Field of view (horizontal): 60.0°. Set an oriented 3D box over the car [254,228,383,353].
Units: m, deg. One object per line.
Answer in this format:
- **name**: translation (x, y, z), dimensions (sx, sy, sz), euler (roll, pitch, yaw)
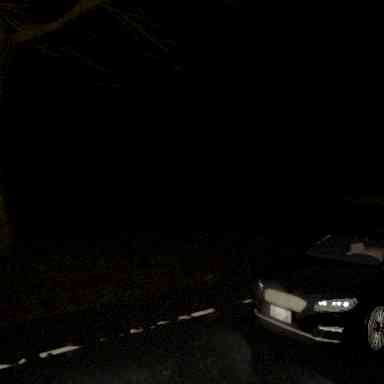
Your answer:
- **car**: translation (3.265, 1.468, 6.167), dimensions (4.902, 1.511, 2.128), euler (0, 0, -35)
